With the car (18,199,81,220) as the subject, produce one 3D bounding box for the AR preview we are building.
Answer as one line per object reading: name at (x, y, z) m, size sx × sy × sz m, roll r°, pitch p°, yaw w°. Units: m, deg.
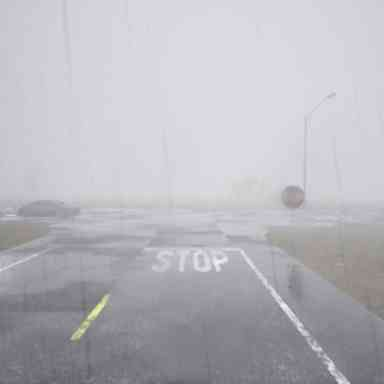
car at (-10.403, 1.231, 24.409) m, size 4.181 × 1.385 × 1.994 m, roll 1°, pitch 1°, yaw 0°
